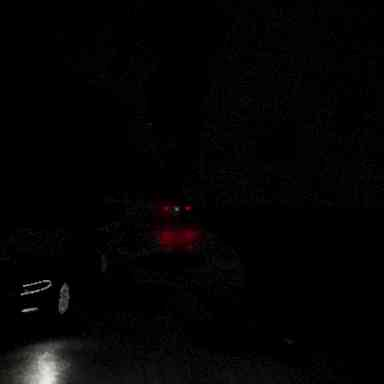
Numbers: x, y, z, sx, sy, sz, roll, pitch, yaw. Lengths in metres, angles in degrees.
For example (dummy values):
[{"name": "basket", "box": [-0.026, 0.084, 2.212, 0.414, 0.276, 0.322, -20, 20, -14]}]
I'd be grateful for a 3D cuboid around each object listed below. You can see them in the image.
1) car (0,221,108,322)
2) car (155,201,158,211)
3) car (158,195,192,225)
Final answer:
[{"name": "car", "box": [-3.284, 1.490, 7.584, 1.882, 1.535, 5.008, 0, 0, -2]}, {"name": "car", "box": [-3.679, 1.595, 42.817, 1.882, 1.535, 5.008, 0, 0, -10]}, {"name": "car", "box": [-1.266, 1.272, 24.989, 2.150, 2.045, 5.566, 0, 0, -6]}]
